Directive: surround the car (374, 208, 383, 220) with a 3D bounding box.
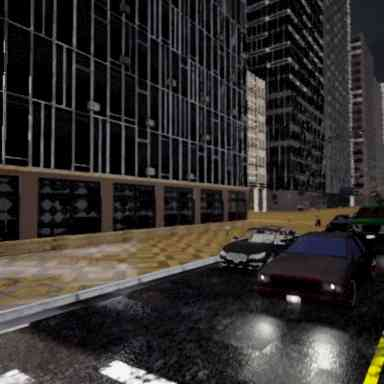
[{"bbox_3d":[23.728,2.659,40.865,1.887,1.381,4.507,-1,-2,36],"label":"car"}]

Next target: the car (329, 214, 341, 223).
[{"bbox_3d":[10.466,2.195,22.607,1.947,1.339,4.313,-1,-2,36],"label":"car"}]

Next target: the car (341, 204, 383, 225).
[{"bbox_3d":[9.519,1.668,16.926,2.150,2.045,5.566,-2,-2,36],"label":"car"}]

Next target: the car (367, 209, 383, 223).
[{"bbox_3d":[20.412,2.575,36.300,1.802,1.307,4.206,-1,-2,36],"label":"car"}]

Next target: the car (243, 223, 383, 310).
[{"bbox_3d":[3.552,1.773,8.700,2.033,1.411,5.357,-2,-2,36],"label":"car"}]

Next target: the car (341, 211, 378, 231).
[{"bbox_3d":[13.781,2.301,27.172,2.008,1.369,4.403,-1,-2,36],"label":"car"}]

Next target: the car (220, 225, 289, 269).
[{"bbox_3d":[2.612,1.888,11.749,2.008,1.369,4.403,-1,-2,36],"label":"car"}]
